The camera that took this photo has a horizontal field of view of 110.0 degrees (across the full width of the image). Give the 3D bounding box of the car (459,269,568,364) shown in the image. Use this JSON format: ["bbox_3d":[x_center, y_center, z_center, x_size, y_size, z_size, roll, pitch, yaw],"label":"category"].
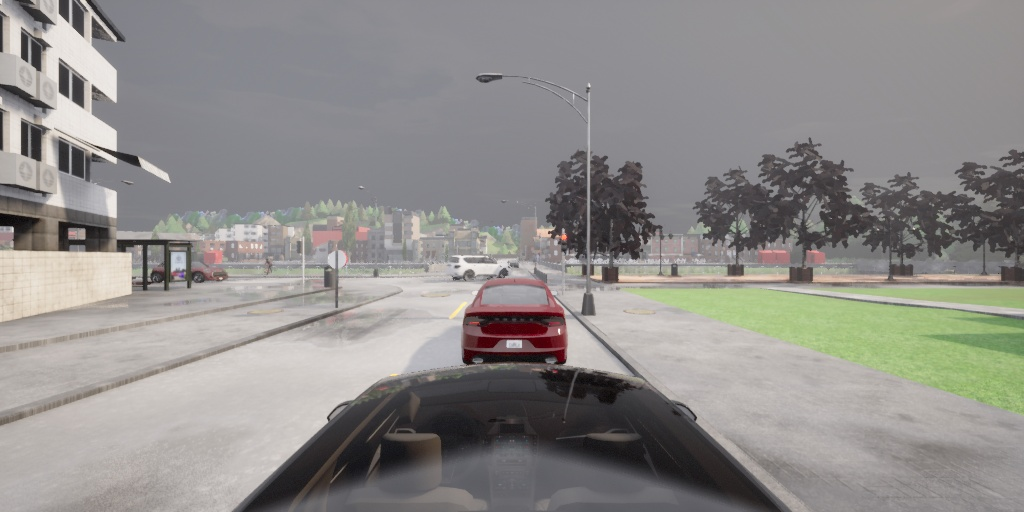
[{"bbox_3d":[0.057,1.228,8.091,1.882,1.535,5.008,0,0,0],"label":"car"}]

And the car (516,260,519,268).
[{"bbox_3d":[0.145,1.350,60.222,1.895,1.301,4.718,0,0,0],"label":"car"}]

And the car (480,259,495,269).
[{"bbox_3d":[-4.040,1.241,59.536,2.128,1.511,4.902,0,0,0],"label":"car"}]

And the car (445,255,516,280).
[{"bbox_3d":[-2.730,0.970,29.517,5.566,2.045,2.150,0,1,-37],"label":"car"}]

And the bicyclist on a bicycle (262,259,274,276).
[{"bbox_3d":[-24.002,1.099,35.296,0.582,1.620,1.656,0,0,0],"label":"bicyclist on a bicycle"}]

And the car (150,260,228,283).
[{"bbox_3d":[-24.076,1.102,26.899,4.553,1.767,2.097,0,0,0],"label":"car"}]
